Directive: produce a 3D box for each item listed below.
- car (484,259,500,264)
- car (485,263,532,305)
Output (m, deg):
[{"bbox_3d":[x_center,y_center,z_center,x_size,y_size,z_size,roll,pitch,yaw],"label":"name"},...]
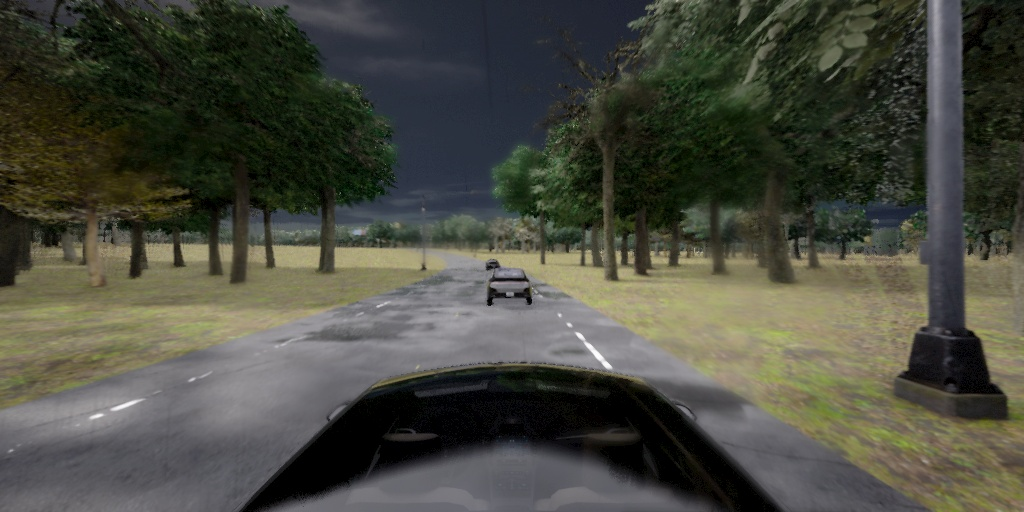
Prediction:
[{"bbox_3d":[-2.786,1.197,50.614,1.837,1.490,4.892,0,1,-7],"label":"car"},{"bbox_3d":[-0.163,1.274,16.449,2.128,1.511,4.902,0,0,-2],"label":"car"}]
